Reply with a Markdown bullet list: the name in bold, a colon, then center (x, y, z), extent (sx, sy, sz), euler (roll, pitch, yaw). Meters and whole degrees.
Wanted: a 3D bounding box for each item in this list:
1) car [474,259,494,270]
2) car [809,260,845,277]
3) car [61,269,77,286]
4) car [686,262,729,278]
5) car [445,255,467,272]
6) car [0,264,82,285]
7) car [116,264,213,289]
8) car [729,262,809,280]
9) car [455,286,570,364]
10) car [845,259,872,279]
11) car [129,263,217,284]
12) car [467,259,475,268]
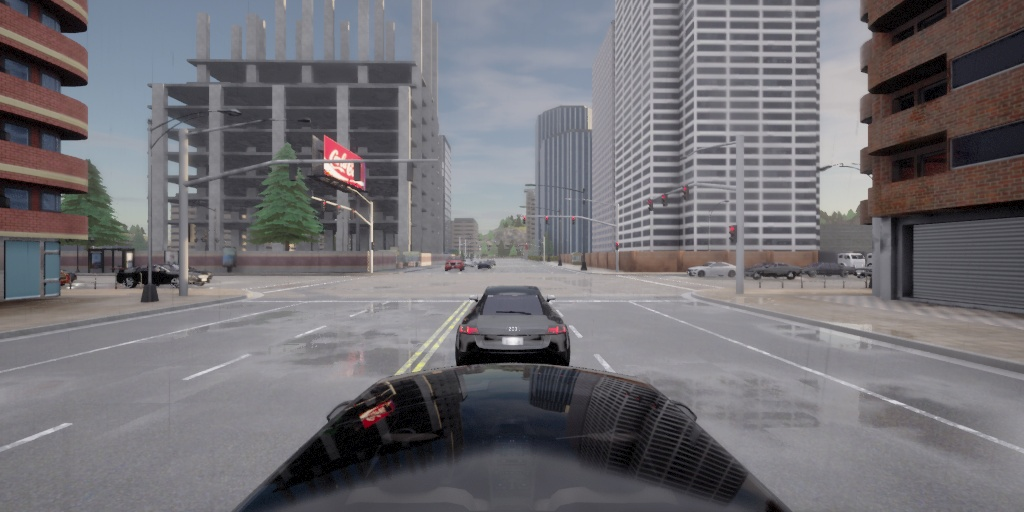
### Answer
- **car**: center (-4.091, 1.351, 53.315), extent (1.895, 1.301, 4.718), euler (0, 0, 0)
- **car**: center (29.662, 1.297, 34.238), extent (5.357, 1.411, 2.033), euler (0, 0, -1)
- **car**: center (-31.119, 1.102, 22.631), extent (4.553, 1.767, 2.097), euler (0, 0, -1)
- **car**: center (19.080, 1.276, 34.066), extent (4.674, 1.442, 1.812), euler (0, 0, -1)
- **car**: center (-7.572, 0.971, 47.604), extent (2.150, 2.045, 5.566), euler (0, 0, -4)
- **car**: center (-34.601, 1.314, 26.081), extent (4.181, 1.385, 1.994), euler (0, 0, -1)
- **car**: center (-22.017, 1.241, 22.763), extent (4.902, 1.511, 2.128), euler (0, 0, -1)
- **car**: center (21.845, 1.241, 30.627), extent (4.902, 1.511, 2.128), euler (0, 0, -1)
- **car**: center (0.009, 1.314, 7.674), extent (1.994, 1.385, 4.181), euler (0, 0, 0)
- **car**: center (32.218, 1.241, 30.768), extent (4.902, 1.511, 2.128), euler (0, 0, -1)
- **car**: center (-24.698, 1.276, 26.246), extent (4.674, 1.442, 1.812), euler (0, 0, -1)
- **car**: center (-7.645, 1.275, 60.543), extent (1.812, 1.442, 4.674), euler (0, 0, 0)
